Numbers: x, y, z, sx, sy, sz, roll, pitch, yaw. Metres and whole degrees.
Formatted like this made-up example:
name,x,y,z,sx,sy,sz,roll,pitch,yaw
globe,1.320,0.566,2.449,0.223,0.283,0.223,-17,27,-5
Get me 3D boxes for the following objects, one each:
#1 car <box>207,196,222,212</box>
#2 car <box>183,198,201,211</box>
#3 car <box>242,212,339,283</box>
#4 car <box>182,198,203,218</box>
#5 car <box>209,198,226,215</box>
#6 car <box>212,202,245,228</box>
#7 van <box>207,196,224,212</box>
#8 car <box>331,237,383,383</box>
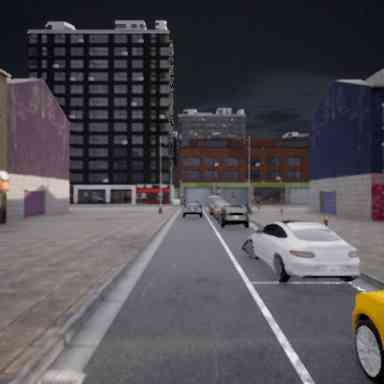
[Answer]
name,x,y,z,sx,sy,sz,roll,pitch,yaw
car,2.643,1.431,32.918,1.967,1.590,4.097,0,0,0
car,-0.038,1.490,41.391,2.128,1.511,4.902,0,0,-1
car,2.938,1.512,9.552,1.812,1.442,4.674,0,0,-4
car,0.075,1.536,30.424,2.033,1.411,5.357,0,0,1
car,2.642,1.512,27.614,1.752,1.417,4.829,0,0,0
car,2.642,1.549,21.970,1.947,1.339,4.313,0,0,0
van,2.643,1.336,38.393,1.690,1.788,3.998,0,0,0
car,3.015,1.473,2.364,1.882,1.535,5.008,0,0,0
